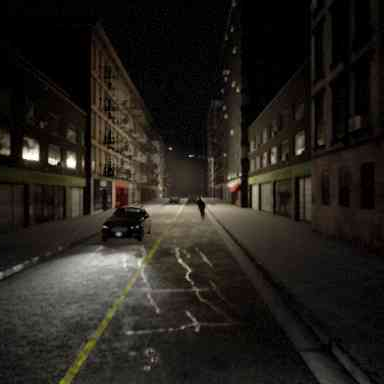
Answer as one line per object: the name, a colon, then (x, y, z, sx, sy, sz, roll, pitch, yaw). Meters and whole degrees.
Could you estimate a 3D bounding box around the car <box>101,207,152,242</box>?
car: (-3.097, 1.509, 16.504, 2.128, 1.511, 4.902, 0, 0, 0)

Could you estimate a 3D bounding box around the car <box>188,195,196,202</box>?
car: (0.011, 1.381, 77.019, 1.882, 1.535, 5.008, 0, 0, 0)

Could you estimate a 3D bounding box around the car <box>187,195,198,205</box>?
car: (0.053, 1.493, 57.328, 1.812, 1.442, 4.674, 0, 0, 1)

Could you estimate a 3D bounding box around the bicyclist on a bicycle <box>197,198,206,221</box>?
bicyclist on a bicycle: (0.827, 1.473, 25.710, 0.582, 1.620, 1.656, 0, 0, 0)

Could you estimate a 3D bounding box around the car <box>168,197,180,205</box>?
car: (-3.040, 1.568, 57.646, 1.895, 1.301, 4.718, 0, 0, 1)
